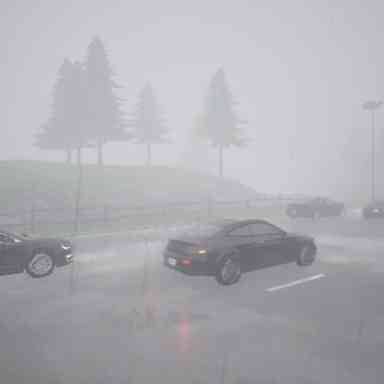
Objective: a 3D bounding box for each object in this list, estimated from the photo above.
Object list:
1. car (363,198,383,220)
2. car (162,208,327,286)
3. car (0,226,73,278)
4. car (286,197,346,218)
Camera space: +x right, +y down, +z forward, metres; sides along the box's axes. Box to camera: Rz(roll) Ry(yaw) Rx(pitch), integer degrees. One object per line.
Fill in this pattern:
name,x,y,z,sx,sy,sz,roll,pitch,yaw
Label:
car,12.985,1.080,21.670,4.181,1.385,1.994,-2,1,-36
car,1.404,1.393,9.047,4.674,1.442,1.812,-2,1,-35
car,-5.584,1.501,8.363,4.892,1.490,1.837,-2,1,-35
car,8.558,1.055,22.793,5.008,1.535,1.882,-2,1,-36
